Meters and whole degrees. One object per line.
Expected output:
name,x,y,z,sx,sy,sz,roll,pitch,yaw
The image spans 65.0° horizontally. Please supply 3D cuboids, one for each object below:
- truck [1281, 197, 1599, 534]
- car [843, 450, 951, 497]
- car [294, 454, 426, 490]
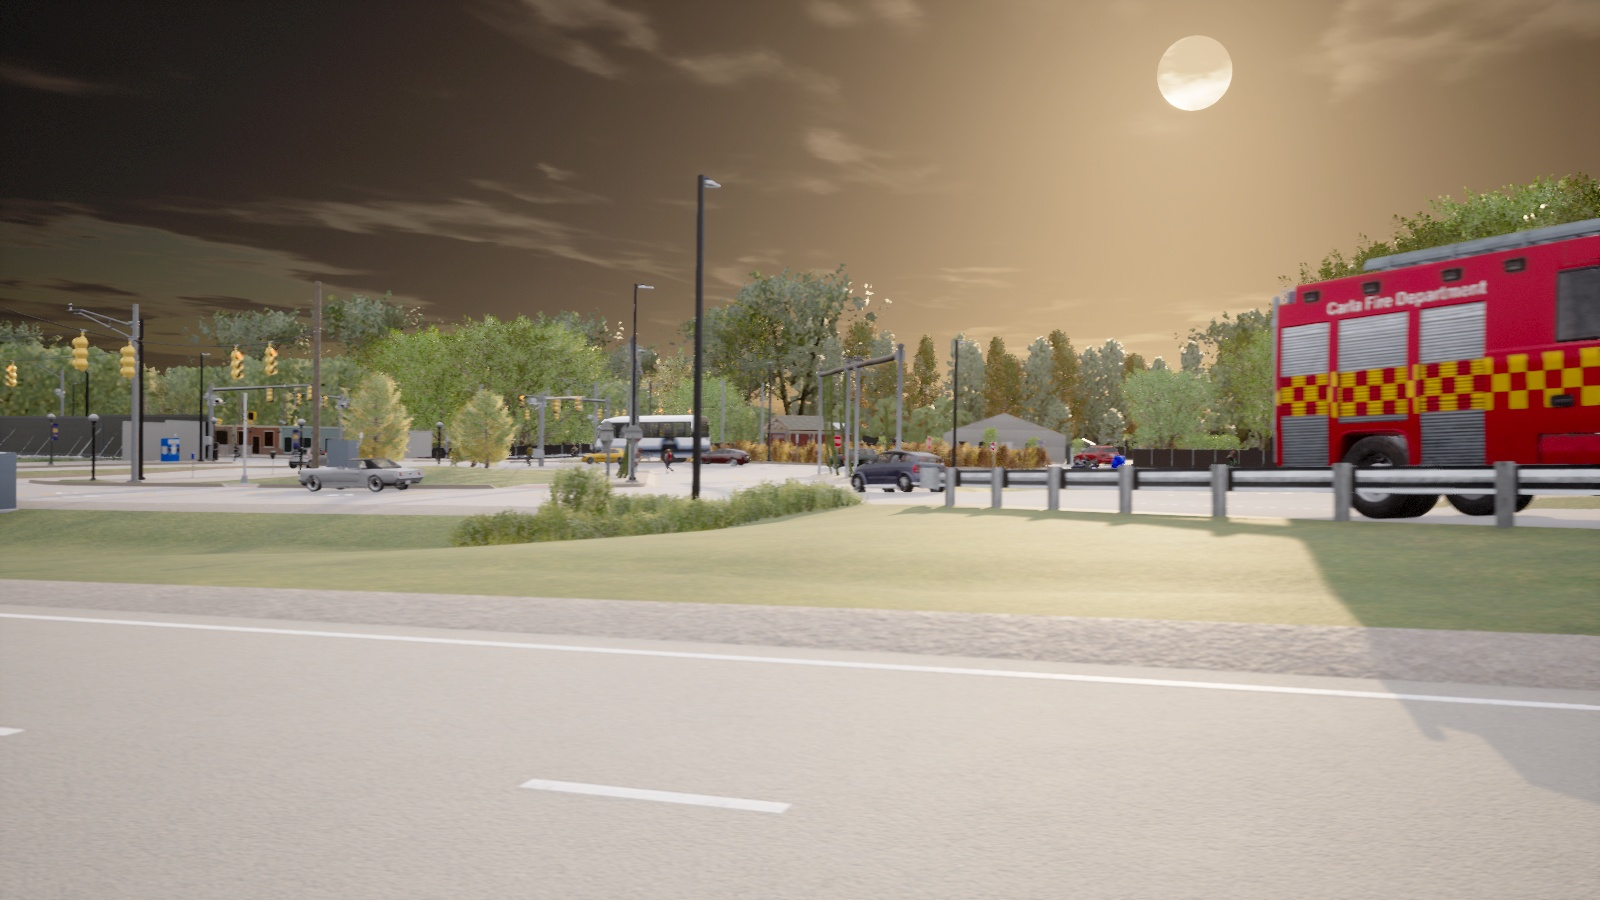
truck,10.217,-0.943,15.235,2.891,3.827,8.468,1,-1,-26
car,3.403,0.840,44.484,1.789,1.549,3.705,3,-3,-37
car,-17.335,0.840,49.505,4.718,1.301,1.895,0,1,18
